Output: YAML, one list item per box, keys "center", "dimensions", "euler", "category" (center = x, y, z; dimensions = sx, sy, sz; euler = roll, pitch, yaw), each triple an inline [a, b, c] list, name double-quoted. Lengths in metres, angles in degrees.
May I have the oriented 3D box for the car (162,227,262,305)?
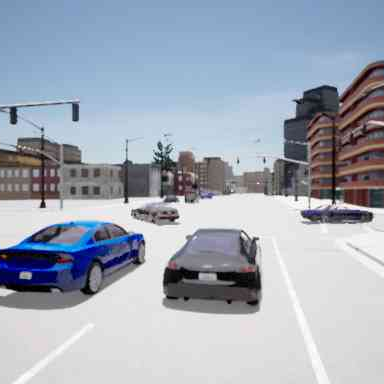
- center: [0.692, 1.556, 8.198]
  dimensions: [1.994, 1.385, 4.181]
  euler: [0, 0, 12]
  category: "car"

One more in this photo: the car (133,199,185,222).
- center: [-2.901, 1.498, 25.215]
  dimensions: [2.033, 1.411, 5.357]
  euler: [0, 0, -31]
  category: "car"

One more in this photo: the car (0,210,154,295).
- center: [-2.745, 1.469, 8.846]
  dimensions: [1.882, 1.535, 5.008]
  euler: [0, 0, 11]
  category: "car"

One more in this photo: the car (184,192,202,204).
- center: [-0.081, 1.176, 56.673]
  dimensions: [1.837, 1.490, 4.892]
  euler: [0, 1, 11]
  category: "car"

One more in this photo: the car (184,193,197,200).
- center: [-0.357, 0.962, 73.270]
  dimensions: [1.895, 1.301, 4.718]
  euler: [0, 1, 11]
  category: "car"

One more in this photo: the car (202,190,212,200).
- center: [3.080, 0.592, 72.610]
  dimensions: [2.150, 2.045, 5.566]
  euler: [0, 1, 11]
  category: "car"

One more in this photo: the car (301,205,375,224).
- center: [10.409, 1.567, 23.782]
  dimensions: [4.718, 1.301, 1.895]
  euler: [0, 0, -4]
  category: "car"

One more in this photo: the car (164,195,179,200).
- center: [-3.531, 1.235, 57.254]
  dimensions: [1.994, 1.385, 4.181]
  euler: [0, 1, 11]
  category: "car"
